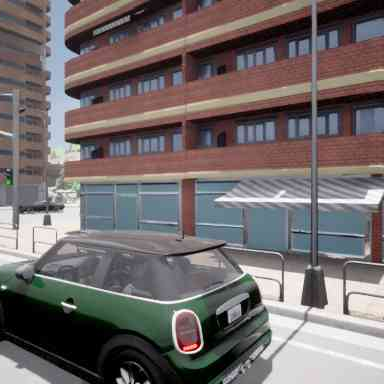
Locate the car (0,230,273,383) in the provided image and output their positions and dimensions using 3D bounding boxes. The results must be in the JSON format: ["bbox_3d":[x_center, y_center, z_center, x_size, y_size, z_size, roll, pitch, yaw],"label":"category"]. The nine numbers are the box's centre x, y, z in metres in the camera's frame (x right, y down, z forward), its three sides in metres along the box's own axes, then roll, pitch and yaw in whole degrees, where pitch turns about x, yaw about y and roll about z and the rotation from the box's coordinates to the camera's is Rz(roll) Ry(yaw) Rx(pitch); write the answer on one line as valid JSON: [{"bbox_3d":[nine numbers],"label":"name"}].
[{"bbox_3d":[-1.261,1.352,4.892,4.553,1.767,2.097,0,0,36],"label":"car"}]

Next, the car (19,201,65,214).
[{"bbox_3d":[-16.269,1.601,35.696,1.895,1.301,4.718,0,0,36],"label":"car"}]
